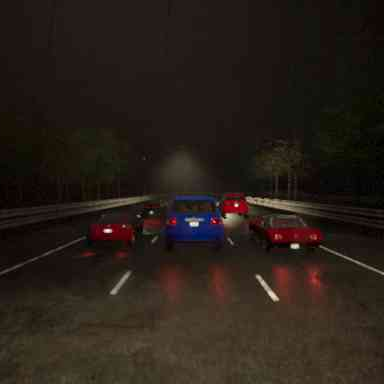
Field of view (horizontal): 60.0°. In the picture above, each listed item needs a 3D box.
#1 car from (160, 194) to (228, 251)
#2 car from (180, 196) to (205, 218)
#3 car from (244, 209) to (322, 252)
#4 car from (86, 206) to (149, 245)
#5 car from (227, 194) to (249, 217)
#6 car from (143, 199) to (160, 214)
[{"bbox_3d":[0.084,1.204,14.183,2.150,2.045,5.566,0,0,0],"label":"car"},{"bbox_3d":[0.083,1.302,30.047,2.097,1.767,4.553,0,0,0],"label":"car"},{"bbox_3d":[3.582,1.585,13.743,1.895,1.301,4.718,0,0,0],"label":"car"},{"bbox_3d":[-3.415,1.545,15.505,1.994,1.385,4.181,0,0,0],"label":"car"},{"bbox_3d":[3.584,1.172,29.372,2.150,2.045,5.566,0,0,0],"label":"car"},{"bbox_3d":[-3.414,1.454,30.478,1.837,1.490,4.892,0,0,0],"label":"car"}]
